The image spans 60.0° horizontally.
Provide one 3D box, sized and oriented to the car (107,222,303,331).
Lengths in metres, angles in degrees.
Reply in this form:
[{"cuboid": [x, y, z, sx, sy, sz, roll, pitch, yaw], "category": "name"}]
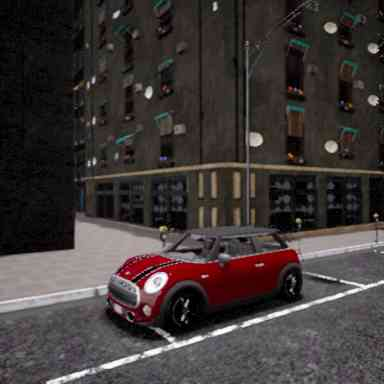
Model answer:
[{"cuboid": [0.368, 1.481, 6.837, 4.097, 1.590, 1.967, 1, -1, -35], "category": "car"}]
